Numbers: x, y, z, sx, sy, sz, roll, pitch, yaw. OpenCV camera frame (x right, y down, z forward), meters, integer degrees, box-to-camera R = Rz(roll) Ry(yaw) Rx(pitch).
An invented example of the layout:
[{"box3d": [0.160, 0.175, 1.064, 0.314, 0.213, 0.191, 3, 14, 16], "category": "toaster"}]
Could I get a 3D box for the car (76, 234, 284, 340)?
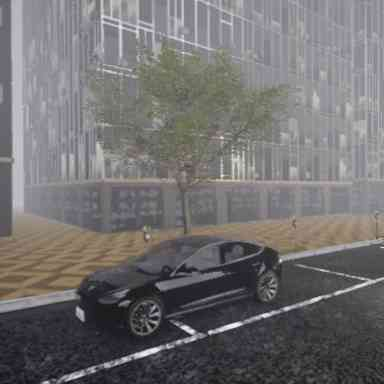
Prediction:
[{"box3d": [-0.005, 1.568, 6.566, 4.313, 1.339, 1.947, 0, -1, -36], "category": "car"}]
